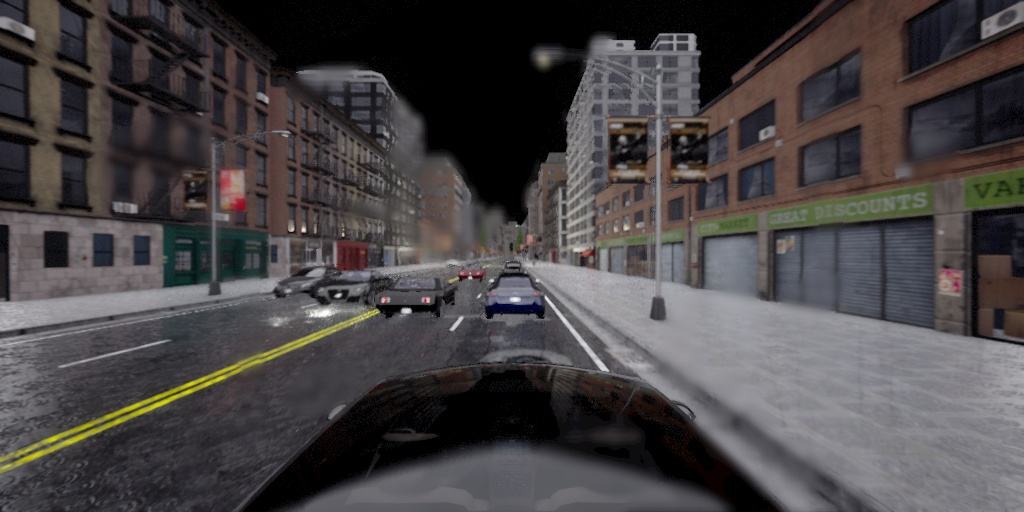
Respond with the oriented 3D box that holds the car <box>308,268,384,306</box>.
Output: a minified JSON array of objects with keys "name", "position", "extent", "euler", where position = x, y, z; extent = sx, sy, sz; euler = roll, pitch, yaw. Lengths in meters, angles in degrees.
[{"name":"car","position":[-6.599,1.313,15.607],"extent":[1.994,1.385,4.181],"euler":[0,0,0]}]

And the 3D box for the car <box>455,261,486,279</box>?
[{"name":"car","position":[-3.147,1.349,29.215],"extent":[1.895,1.301,4.718],"euler":[0,0,0]}]

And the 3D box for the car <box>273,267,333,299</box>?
[{"name":"car","position":[-9.848,1.274,18.104],"extent":[1.812,1.442,4.674],"euler":[0,0,0]}]

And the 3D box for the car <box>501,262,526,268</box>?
[{"name":"car","position":[0.097,1.253,30.742],"extent":[1.837,1.490,4.892],"euler":[0,0,0]}]

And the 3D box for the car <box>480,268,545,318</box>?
[{"name":"car","position":[0.099,1.314,13.066],"extent":[1.994,1.385,4.181],"euler":[0,0,0]}]

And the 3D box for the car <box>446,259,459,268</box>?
[{"name":"car","position":[-9.792,1.249,59.906],"extent":[1.812,1.442,4.674],"euler":[0,0,1]}]

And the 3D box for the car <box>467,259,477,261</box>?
[{"name":"car","position":[-6.542,1.229,58.211],"extent":[1.837,1.490,4.892],"euler":[0,0,0]}]

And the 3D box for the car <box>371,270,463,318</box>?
[{"name":"car","position":[-3.152,1.351,12.937],"extent":[1.895,1.301,4.718],"euler":[0,0,0]}]
